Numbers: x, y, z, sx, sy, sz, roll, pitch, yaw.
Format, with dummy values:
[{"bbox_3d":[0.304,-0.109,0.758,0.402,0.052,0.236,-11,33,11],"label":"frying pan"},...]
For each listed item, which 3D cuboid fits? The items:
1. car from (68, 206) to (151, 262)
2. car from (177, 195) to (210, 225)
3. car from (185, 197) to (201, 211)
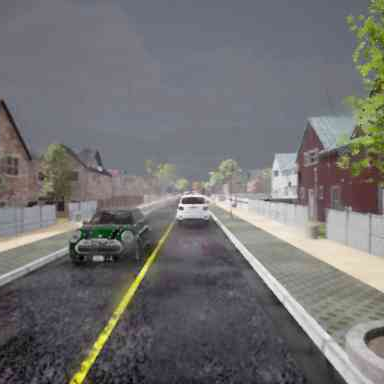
[{"bbox_3d":[-2.756,1.362,12.057,2.097,1.767,4.553,0,0,0],"label":"car"},{"bbox_3d":[0.098,1.240,24.017,2.150,2.045,5.566,0,0,0],"label":"car"},{"bbox_3d":[0.094,1.506,41.580,1.882,1.535,5.008,0,0,0],"label":"car"}]
